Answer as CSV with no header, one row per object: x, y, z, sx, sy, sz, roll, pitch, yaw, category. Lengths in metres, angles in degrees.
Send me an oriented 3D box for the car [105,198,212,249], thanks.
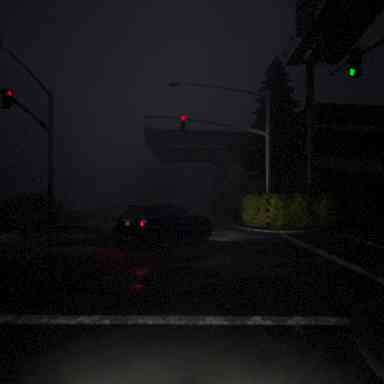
-1.119,1.271,14.446,2.097,1.767,4.553,0,0,41,car

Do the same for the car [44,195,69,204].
-24.059,1.328,59.137,3.633,1.501,1.845,0,0,-1,car

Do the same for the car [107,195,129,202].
-16.530,1.349,74.167,4.514,1.523,2.007,0,0,-1,car

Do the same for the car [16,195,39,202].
-35.125,1.394,71.062,3.806,1.475,1.970,0,0,-1,car

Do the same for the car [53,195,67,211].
-16.194,1.366,36.774,3.806,1.475,1.970,0,0,-1,car

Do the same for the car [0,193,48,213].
-16.785,1.082,33.446,3.866,1.878,1.905,0,0,-1,car

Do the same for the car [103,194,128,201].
-16.458,1.340,71.031,5.027,1.636,2.152,0,0,-1,car

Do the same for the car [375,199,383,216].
17.218,1.484,33.110,2.242,1.667,4.611,0,0,-1,car

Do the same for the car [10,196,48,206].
-24.039,1.305,49.145,4.514,1.523,2.007,0,0,-1,car
